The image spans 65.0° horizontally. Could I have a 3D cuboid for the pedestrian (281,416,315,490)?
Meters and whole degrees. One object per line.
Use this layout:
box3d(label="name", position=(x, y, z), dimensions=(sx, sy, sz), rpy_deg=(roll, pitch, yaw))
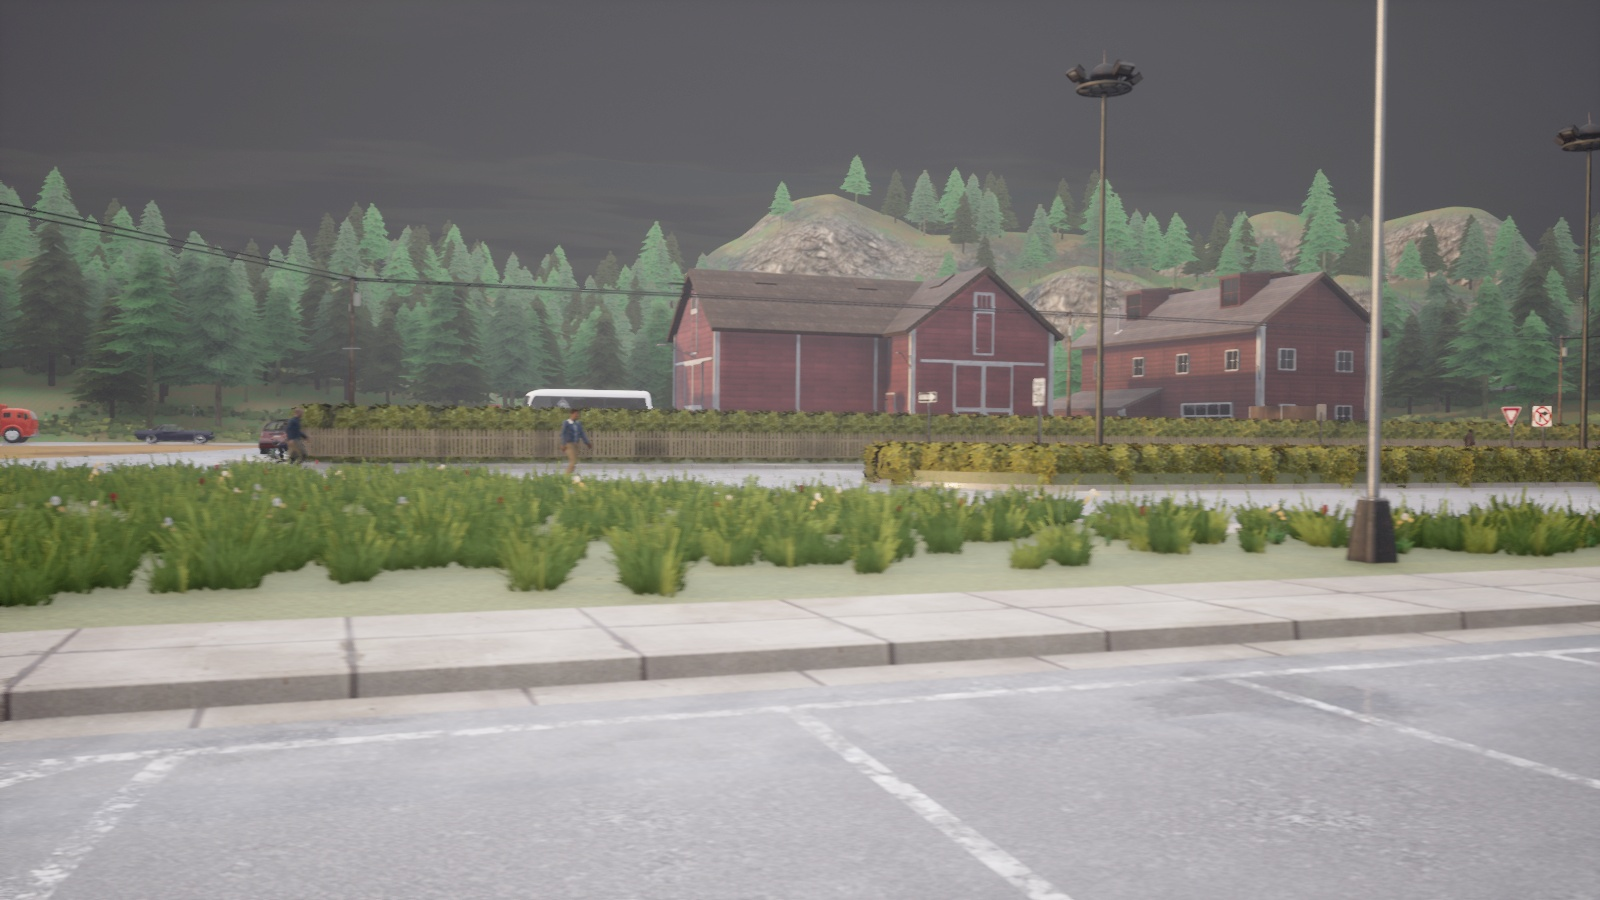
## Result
box3d(label="pedestrian", position=(-12.781, 0.071, 31.985), dimensions=(0.726, 1.842, 0.402), rpy_deg=(-1, 1, -10))

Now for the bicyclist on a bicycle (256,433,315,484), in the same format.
box3d(label="bicyclist on a bicycle", position=(-16.633, 0.253, 40.593), dimensions=(1.509, 1.612, 0.866), rpy_deg=(-1, 1, 2))

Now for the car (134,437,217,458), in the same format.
box3d(label="car", position=(-41.391, -0.149, 83.296), dimensions=(4.718, 1.301, 1.895), rpy_deg=(-1, 1, -20))

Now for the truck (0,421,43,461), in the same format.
box3d(label="truck", position=(-51.383, -0.569, 79.709), dimensions=(5.204, 2.467, 2.627), rpy_deg=(-1, 1, -20))

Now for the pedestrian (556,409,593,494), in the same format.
box3d(label="pedestrian", position=(-5.303, 0.030, 29.522), dimensions=(0.788, 1.949, 0.423), rpy_deg=(0, 1, 39))

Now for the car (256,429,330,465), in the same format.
box3d(label="car", position=(-23.741, -0.162, 58.936), dimensions=(1.851, 1.617, 3.988), rpy_deg=(-1, 1, 0))

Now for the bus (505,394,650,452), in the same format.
box3d(label="bus", position=(-16.962, -2.093, 95.740), dimensions=(10.273, 4.253, 3.944), rpy_deg=(-1, 1, -20))
